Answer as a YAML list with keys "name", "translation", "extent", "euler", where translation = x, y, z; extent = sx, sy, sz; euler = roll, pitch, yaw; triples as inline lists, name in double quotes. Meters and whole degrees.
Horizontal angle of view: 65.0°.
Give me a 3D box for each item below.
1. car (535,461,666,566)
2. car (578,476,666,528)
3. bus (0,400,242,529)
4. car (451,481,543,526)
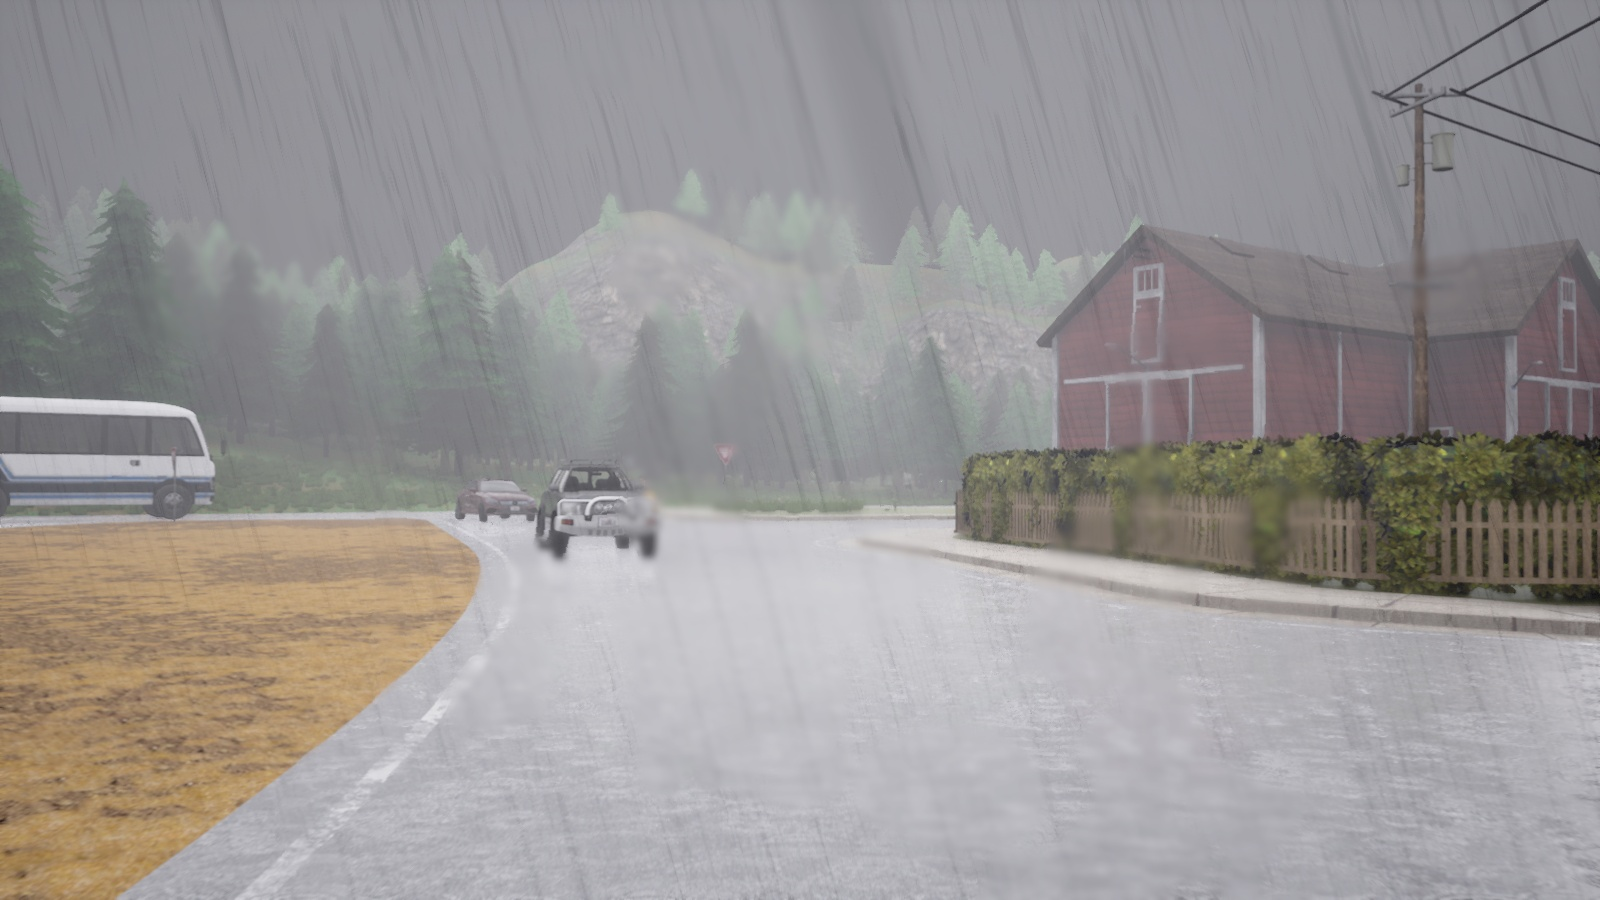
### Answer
- name: "car"
  translation: [-4.010, 1.168, 24.618]
  extent: [1.932, 1.855, 4.605]
  euler: [0, -1, -17]
- name: "car"
  translation: [-5.869, 1.636, 40.833]
  extent: [1.801, 1.575, 5.366]
  euler: [0, -1, -20]
- name: "bus"
  translation: [-25.662, 0.561, 44.370]
  extent: [10.273, 4.253, 3.944]
  euler: [1, -2, -36]
- name: "car"
  translation: [-10.386, 1.781, 42.850]
  extent: [1.812, 1.442, 4.674]
  euler: [1, -1, -30]
